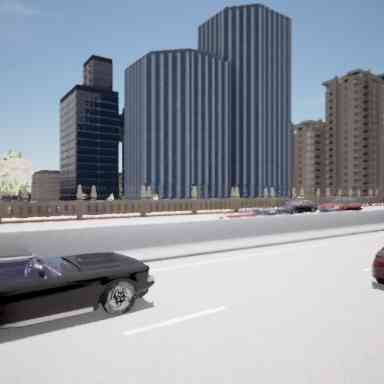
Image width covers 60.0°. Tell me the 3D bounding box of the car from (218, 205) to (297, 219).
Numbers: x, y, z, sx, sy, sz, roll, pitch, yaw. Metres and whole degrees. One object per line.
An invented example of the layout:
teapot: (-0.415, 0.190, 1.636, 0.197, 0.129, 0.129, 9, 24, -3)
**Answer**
car: (3.708, 1.601, 19.523, 4.718, 1.301, 1.895, 0, 0, -35)

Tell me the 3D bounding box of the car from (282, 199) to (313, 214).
car: (10.388, 1.492, 32.747, 4.902, 1.511, 2.128, 0, 0, -34)

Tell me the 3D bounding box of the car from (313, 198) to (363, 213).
car: (13.749, 1.352, 30.808, 4.553, 1.767, 2.097, 0, 0, -34)

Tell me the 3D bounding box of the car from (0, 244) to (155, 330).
car: (-3.065, 1.601, 5.858, 4.718, 1.301, 1.895, 0, 0, -35)

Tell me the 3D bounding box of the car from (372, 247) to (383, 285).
car: (6.325, 1.564, 8.258, 4.181, 1.385, 1.994, 0, 0, -35)
